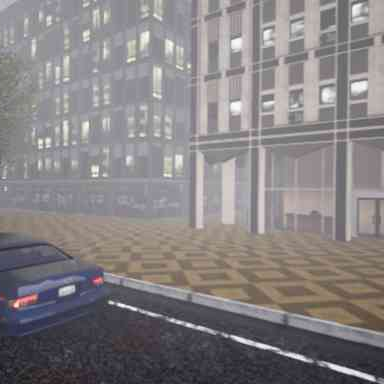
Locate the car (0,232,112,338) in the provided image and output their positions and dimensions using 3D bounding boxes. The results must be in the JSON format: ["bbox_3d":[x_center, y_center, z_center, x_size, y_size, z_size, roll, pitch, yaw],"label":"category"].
[{"bbox_3d":[-3.926,1.527,6.478,5.357,1.411,2.033,0,0,36],"label":"car"}]
